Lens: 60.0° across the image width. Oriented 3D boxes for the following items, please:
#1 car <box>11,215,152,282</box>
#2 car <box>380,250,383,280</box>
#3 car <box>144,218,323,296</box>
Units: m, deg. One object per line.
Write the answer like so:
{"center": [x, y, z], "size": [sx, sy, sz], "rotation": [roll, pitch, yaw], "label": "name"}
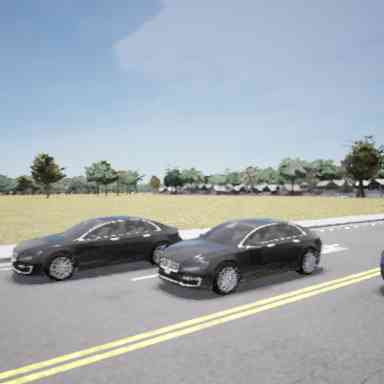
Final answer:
{"center": [-2.566, 1.492, 9.840], "size": [4.892, 1.490, 1.837], "rotation": [0, 0, -36], "label": "car"}
{"center": [6.242, 1.491, 7.893], "size": [4.674, 1.442, 1.812], "rotation": [0, 0, -36], "label": "car"}
{"center": [1.436, 1.482, 8.704], "size": [4.892, 1.490, 1.837], "rotation": [0, 0, -36], "label": "car"}
